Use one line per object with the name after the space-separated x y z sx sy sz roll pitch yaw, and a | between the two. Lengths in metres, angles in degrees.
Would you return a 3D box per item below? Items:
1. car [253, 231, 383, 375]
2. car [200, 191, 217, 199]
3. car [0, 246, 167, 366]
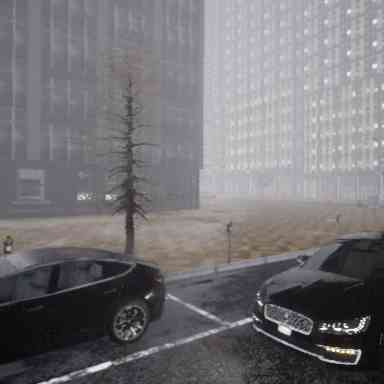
3.148 1.493 5.624 4.892 1.490 1.837 0 0 -35 | car
2.784 0.538 64.791 1.882 1.535 5.008 1 0 -35 | car
-2.410 1.565 4.831 4.313 1.339 1.947 0 1 -36 | car
